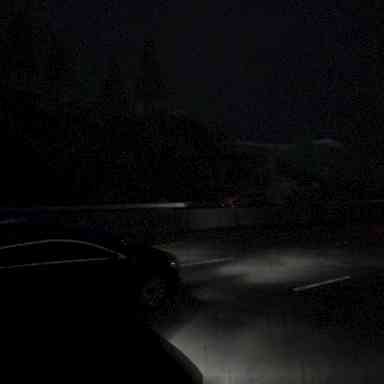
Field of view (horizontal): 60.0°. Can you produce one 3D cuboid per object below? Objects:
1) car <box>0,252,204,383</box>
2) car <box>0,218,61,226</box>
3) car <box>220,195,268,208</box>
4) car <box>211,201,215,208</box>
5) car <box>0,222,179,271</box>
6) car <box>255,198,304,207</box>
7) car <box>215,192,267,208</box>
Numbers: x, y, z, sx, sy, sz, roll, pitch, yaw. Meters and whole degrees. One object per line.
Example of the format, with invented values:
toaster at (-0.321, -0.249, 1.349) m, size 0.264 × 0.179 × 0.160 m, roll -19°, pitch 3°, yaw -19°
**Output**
car at (-2.434, 1.548, 1.972) m, size 5.357 × 1.411 × 2.033 m, roll 0°, pitch 0°, yaw -36°
car at (-4.232, 1.448, 9.189) m, size 5.008 × 1.535 × 1.882 m, roll 0°, pitch 0°, yaw -35°
car at (5.484, 1.288, 31.391) m, size 5.008 × 1.535 × 1.882 m, roll 0°, pitch 0°, yaw -26°
car at (4.585, 1.280, 38.734) m, size 4.892 × 1.490 × 1.837 m, roll 0°, pitch 0°, yaw -26°
car at (-2.495, 1.470, 6.136) m, size 4.902 × 1.511 × 2.128 m, roll 0°, pitch 0°, yaw -35°
car at (8.159, 1.413, 28.843) m, size 4.718 × 1.301 × 1.895 m, roll 0°, pitch 0°, yaw -26°
car at (5.673, 1.013, 35.401) m, size 5.566 × 2.045 × 2.150 m, roll 0°, pitch 0°, yaw -26°
